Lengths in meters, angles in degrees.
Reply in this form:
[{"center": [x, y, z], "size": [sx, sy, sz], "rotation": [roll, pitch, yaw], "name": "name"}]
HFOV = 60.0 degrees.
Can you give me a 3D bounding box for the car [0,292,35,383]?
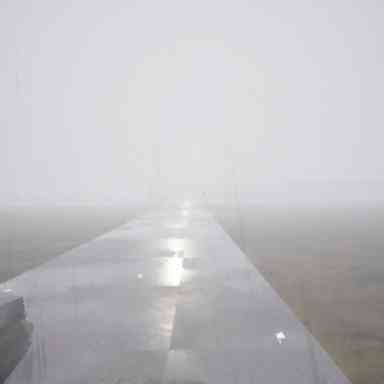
[{"center": [-2.833, 1.547, 1.710], "size": [2.033, 1.411, 5.357], "rotation": [0, 0, 0], "name": "car"}]
